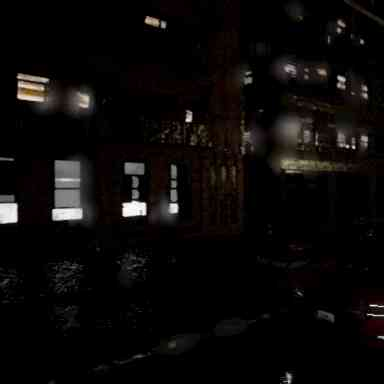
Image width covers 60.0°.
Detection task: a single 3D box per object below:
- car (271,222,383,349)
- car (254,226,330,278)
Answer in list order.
[{"bbox_3d":[3.932,1.506,6.170,5.008,1.535,1.882,1,0,-36],"label":"car"},{"bbox_3d":[3.552,1.616,9.061,4.206,1.307,1.802,0,-1,-35],"label":"car"}]
